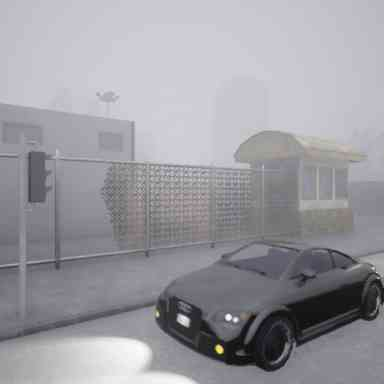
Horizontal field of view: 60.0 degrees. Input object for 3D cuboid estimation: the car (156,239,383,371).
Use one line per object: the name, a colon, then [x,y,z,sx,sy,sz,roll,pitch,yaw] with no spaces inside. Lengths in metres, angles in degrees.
car: [1.484,1.564,5.717,4.181,1.385,1.994,0,0,-37]
